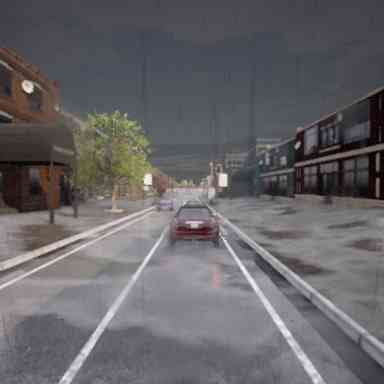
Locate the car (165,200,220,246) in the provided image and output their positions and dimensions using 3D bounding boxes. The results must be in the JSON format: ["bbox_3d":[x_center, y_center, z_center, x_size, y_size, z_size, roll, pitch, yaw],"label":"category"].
[{"bbox_3d":[0.101,1.361,15.340,2.097,1.767,4.553,0,0,0],"label":"car"}]

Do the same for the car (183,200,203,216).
[{"bbox_3d":[0.099,1.608,34.993,2.033,1.411,5.357,0,0,0],"label":"car"}]

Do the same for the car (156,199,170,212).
[{"bbox_3d":[-3.086,1.588,39.516,1.812,1.442,4.674,0,0,0],"label":"car"}]
